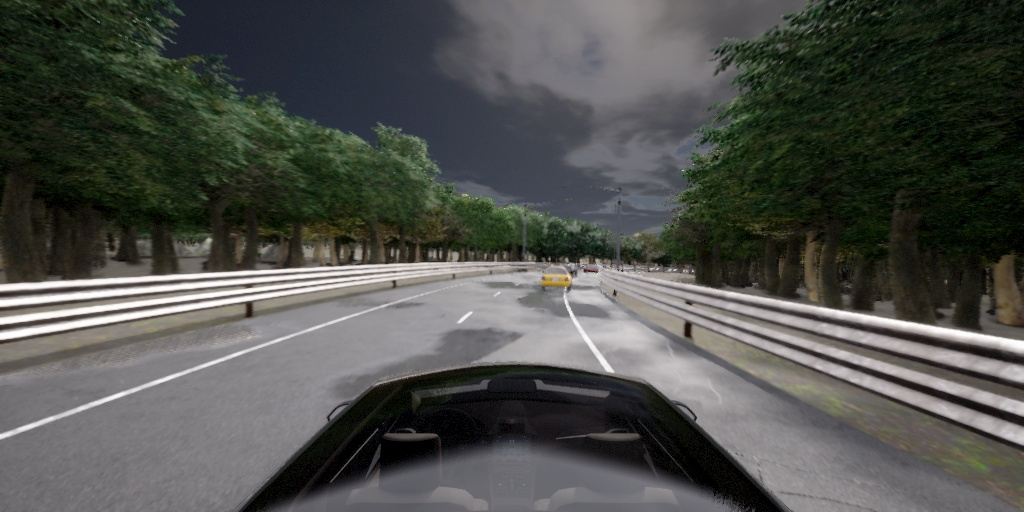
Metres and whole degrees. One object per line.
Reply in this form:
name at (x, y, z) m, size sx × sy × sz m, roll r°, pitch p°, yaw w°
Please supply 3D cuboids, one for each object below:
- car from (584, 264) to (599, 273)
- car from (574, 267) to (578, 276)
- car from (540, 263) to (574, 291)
car at (13.046, 2.020, 57.759) m, size 1.994 × 1.385 × 4.181 m, roll 1°, pitch -1°, yaw 29°
car at (6.570, 1.590, 42.568) m, size 2.128 × 1.511 × 4.902 m, roll 1°, pitch 0°, yaw 21°
car at (2.886, 1.314, 23.093) m, size 1.801 × 1.575 × 5.366 m, roll 1°, pitch 0°, yaw 10°
